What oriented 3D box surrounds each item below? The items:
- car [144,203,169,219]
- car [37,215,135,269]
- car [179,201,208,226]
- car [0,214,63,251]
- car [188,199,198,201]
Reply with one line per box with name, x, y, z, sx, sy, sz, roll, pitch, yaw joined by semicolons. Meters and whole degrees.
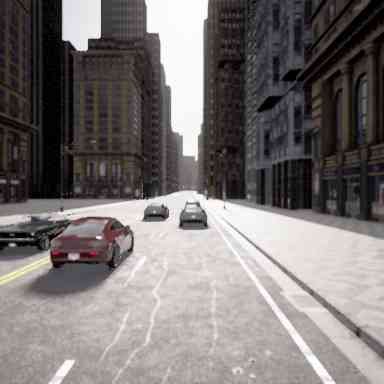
car;-3.149;1.653;29.977;1.994;1.385;4.181;0;0;0
car;-3.151;1.556;11.173;1.812;1.442;4.674;0;0;0
car;0.101;1.634;24.307;1.994;1.385;4.181;0;0;0
car;-6.576;1.641;14.394;1.895;1.301;4.718;0;0;0
car;0.101;1.623;42.173;2.128;1.511;4.902;0;0;0
